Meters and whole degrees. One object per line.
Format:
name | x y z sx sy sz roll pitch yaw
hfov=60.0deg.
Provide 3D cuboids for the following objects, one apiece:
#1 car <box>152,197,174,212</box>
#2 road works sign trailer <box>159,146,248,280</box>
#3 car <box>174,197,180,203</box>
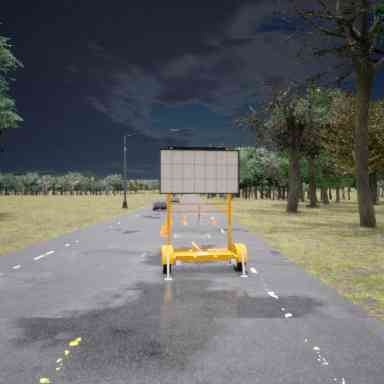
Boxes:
car | -3.584 1.566 39.589 2.033 1.411 5.357 0 0 0
road works sign trailer | 0.200 0.461 10.005 2.380 3.560 2.880 0 0 -8
car | -3.472 1.634 65.724 1.994 1.385 4.181 0 0 0
